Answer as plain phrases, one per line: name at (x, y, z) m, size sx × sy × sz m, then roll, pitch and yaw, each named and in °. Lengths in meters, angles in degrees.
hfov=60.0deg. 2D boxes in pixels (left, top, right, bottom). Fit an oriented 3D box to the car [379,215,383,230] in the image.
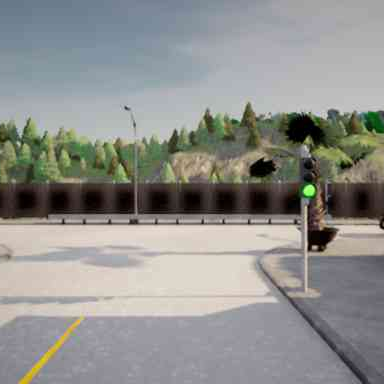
car at (12.841, 1.594, 17.941) m, size 5.008 × 1.535 × 1.882 m, roll 0°, pitch 0°, yaw 0°
